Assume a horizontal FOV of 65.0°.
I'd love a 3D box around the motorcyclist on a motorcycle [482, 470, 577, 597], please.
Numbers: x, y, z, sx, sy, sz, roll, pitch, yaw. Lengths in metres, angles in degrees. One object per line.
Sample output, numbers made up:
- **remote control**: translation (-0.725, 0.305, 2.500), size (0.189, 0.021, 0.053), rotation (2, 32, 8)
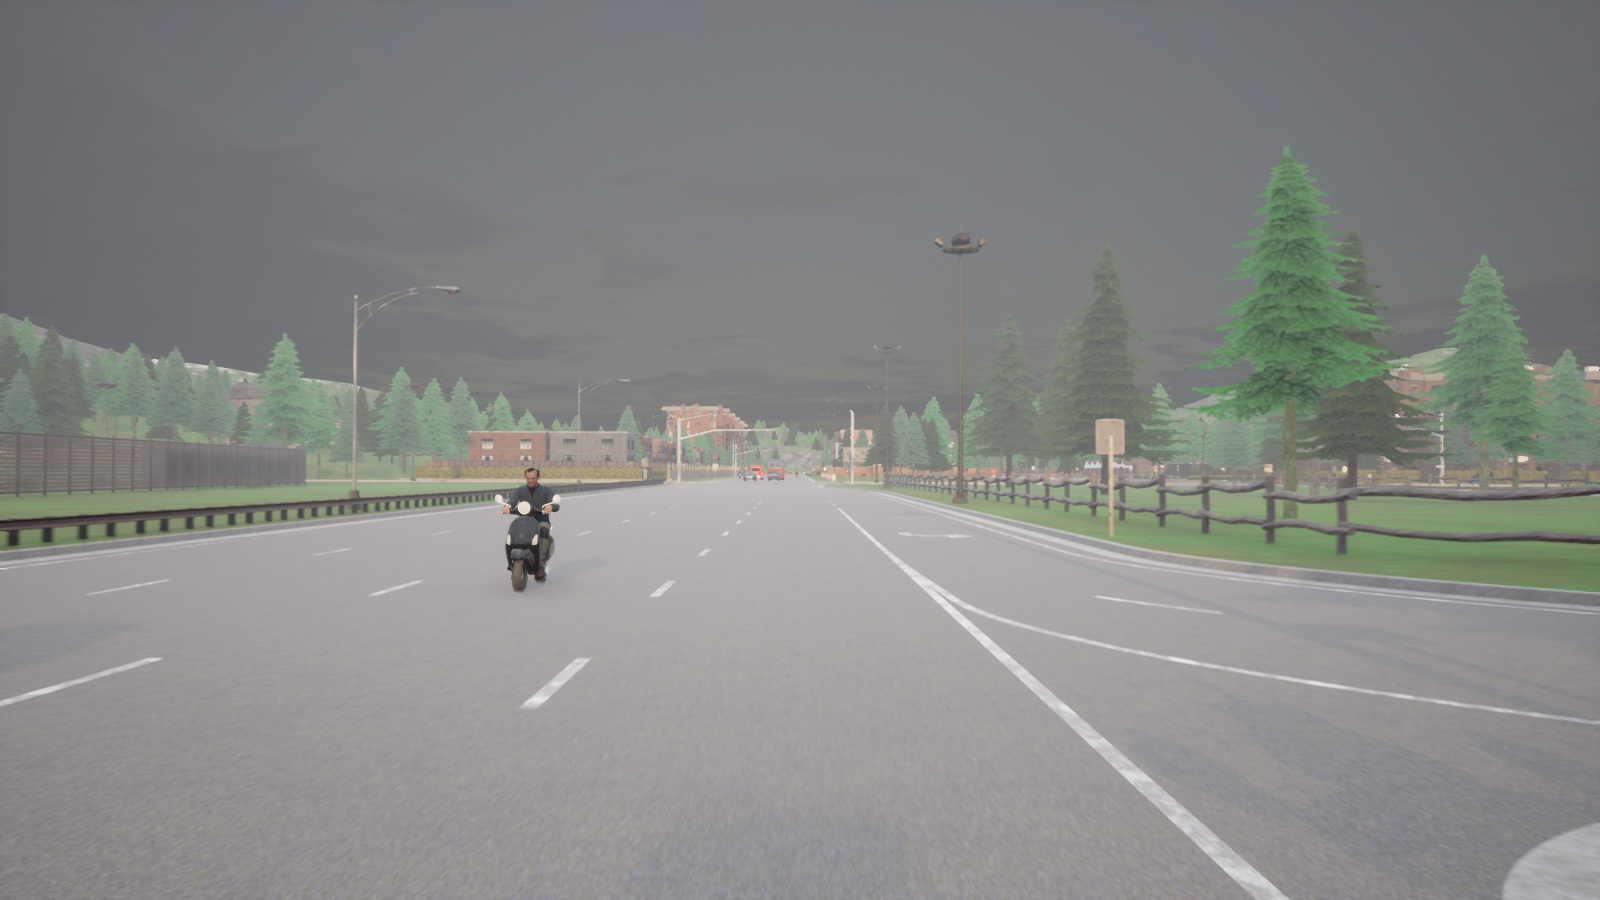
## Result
- **motorcyclist on a motorcycle**: translation (-3.541, 1.059, 16.611), size (0.866, 1.590, 1.817), rotation (0, -1, 0)
